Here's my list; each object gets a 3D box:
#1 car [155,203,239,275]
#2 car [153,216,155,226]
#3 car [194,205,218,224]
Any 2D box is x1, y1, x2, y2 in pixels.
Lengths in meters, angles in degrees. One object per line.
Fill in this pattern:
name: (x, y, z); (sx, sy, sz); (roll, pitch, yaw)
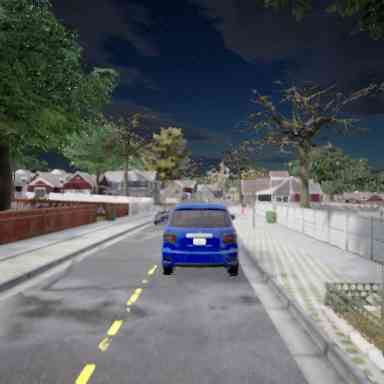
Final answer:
car: (0.304, 1.370, 11.127); (2.150, 2.045, 5.566); (0, 0, 2)
car: (-1.829, 1.927, 26.767); (1.994, 1.385, 4.181); (0, -1, 4)
car: (1.360, 1.961, 30.269); (2.033, 1.411, 5.357); (0, -1, 5)
